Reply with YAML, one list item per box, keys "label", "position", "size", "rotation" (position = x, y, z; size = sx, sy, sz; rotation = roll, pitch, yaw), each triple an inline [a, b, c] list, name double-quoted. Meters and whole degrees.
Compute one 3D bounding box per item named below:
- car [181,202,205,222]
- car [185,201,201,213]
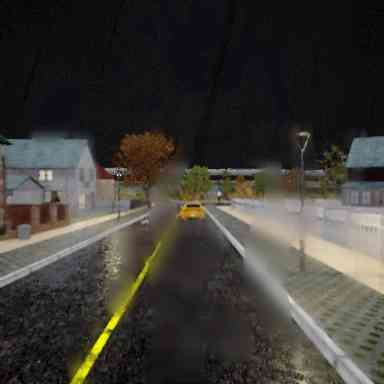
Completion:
- label: "car"
  position: [0.092, 1.649, 28.421]
  size: [1.882, 1.535, 5.008]
  rotation: [0, 0, 0]
- label: "car"
  position: [0.091, 1.860, 41.002]
  size: [1.895, 1.301, 4.718]
  rotation: [0, 0, 0]
